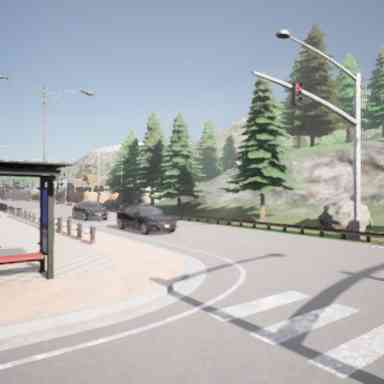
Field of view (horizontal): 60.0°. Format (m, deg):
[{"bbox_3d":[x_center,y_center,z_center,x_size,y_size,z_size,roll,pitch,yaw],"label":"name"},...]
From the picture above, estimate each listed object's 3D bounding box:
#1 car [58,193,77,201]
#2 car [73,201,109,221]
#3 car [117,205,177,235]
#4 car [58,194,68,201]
[{"bbox_3d":[-29.193,1.211,78.087,3.866,1.878,1.905,0,0,-36],"label":"car"},{"bbox_3d":[-8.521,1.541,27.735,1.837,1.490,4.892,0,0,-35],"label":"car"},{"bbox_3d":[-2.730,1.514,19.466,1.882,1.535,5.008,0,0,-35],"label":"car"},{"bbox_3d":[-27.411,1.210,76.271,4.605,1.855,1.932,0,0,-36],"label":"car"}]
